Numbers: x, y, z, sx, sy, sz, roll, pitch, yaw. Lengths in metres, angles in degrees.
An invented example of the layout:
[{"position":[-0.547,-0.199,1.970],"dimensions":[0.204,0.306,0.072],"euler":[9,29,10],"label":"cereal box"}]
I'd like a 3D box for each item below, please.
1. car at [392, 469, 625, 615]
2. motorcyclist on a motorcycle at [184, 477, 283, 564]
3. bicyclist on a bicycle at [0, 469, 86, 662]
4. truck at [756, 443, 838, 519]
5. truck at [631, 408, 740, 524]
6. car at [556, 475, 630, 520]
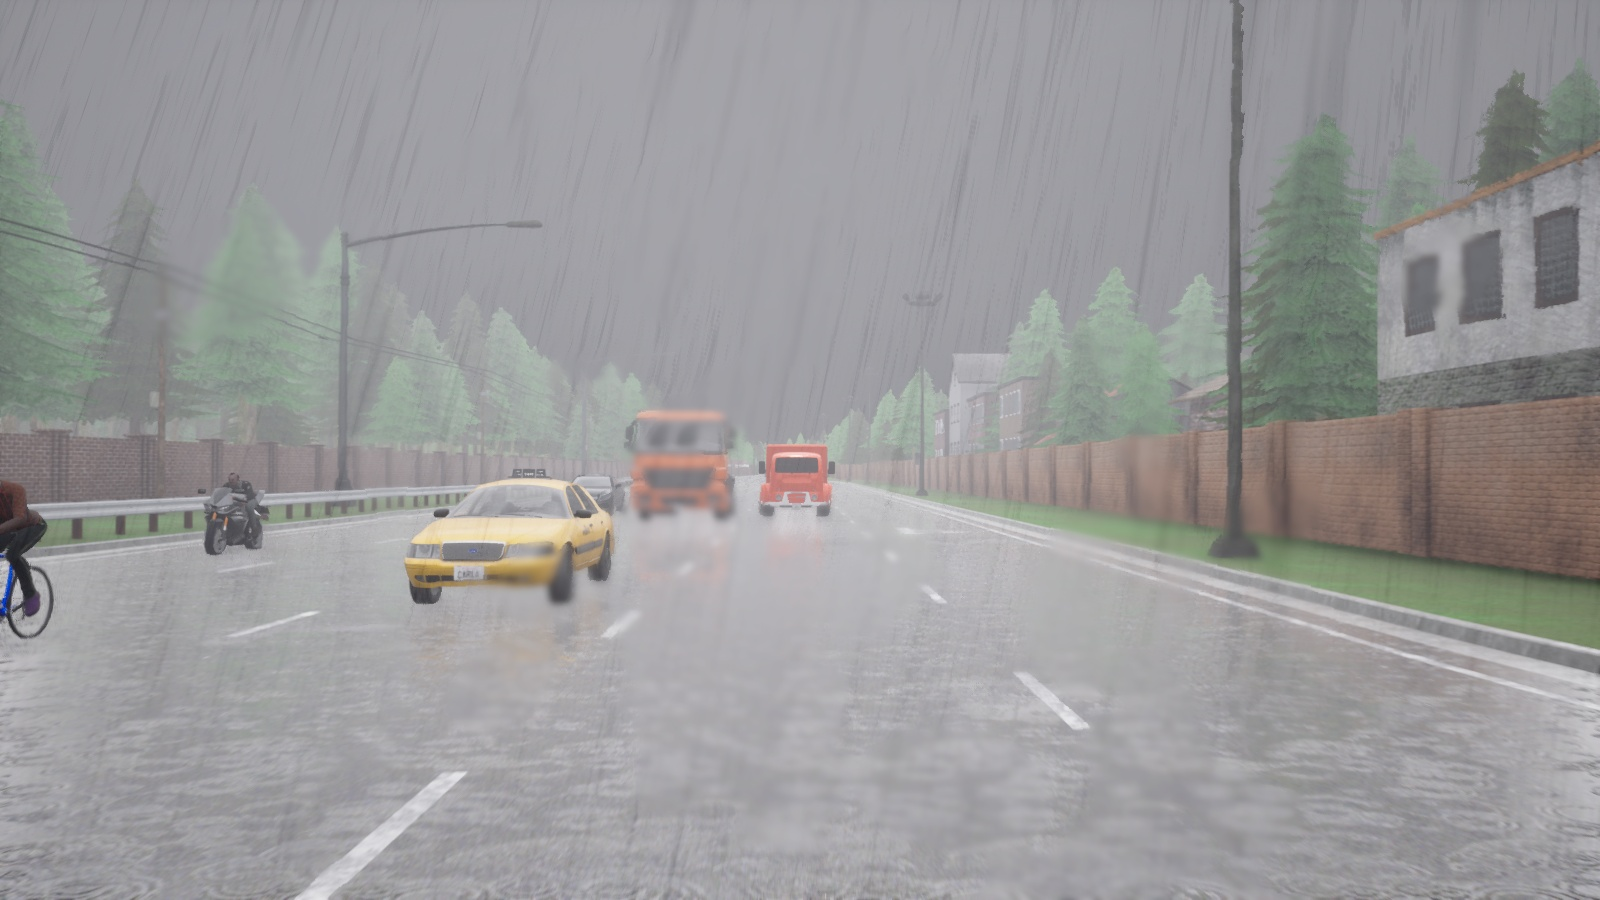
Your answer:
[{"position":[-3.541,1.041,16.331],"dimensions":[1.801,1.575,5.366],"euler":[0,-1,0],"label":"car"},{"position":[-10.558,1.285,23.495],"dimensions":[0.866,1.530,2.191],"euler":[0,-1,0],"label":"motorcyclist on a motorcycle"},{"position":[-7.028,0.980,11.013],"dimensions":[0.582,1.620,1.656],"euler":[0,-1,0],"label":"bicyclist on a bicycle"},{"position":[-0.109,1.053,43.299],"dimensions":[2.627,2.467,5.204],"euler":[0,-1,0],"label":"truck"},{"position":[-3.607,0.540,41.404],"dimensions":[2.891,3.462,7.936],"euler":[0,-1,0],"label":"truck"},{"position":[-7.108,1.597,43.522],"dimensions":[1.812,1.442,4.674],"euler":[0,-1,0],"label":"car"}]
